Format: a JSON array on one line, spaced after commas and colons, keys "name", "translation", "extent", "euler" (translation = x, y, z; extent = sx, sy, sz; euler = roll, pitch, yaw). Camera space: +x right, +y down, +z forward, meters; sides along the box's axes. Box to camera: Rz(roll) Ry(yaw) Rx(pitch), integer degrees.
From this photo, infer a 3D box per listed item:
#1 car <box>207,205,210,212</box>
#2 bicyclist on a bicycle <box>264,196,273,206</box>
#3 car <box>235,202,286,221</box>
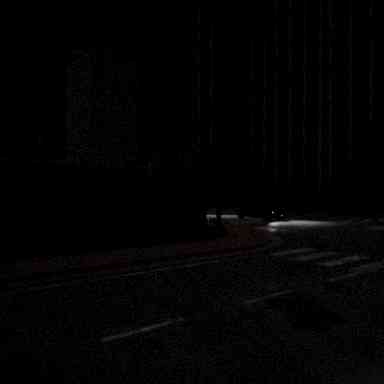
[{"name": "car", "translation": [-0.192, 1.612, 35.540], "extent": [1.895, 1.301, 4.718], "euler": [0, 0, -36]}, {"name": "bicyclist on a bicycle", "translation": [9.699, 1.352, 42.311], "extent": [1.656, 1.620, 0.582], "euler": [0, 0, -36]}, {"name": "car", "translation": [5.567, 1.537, 27.491], "extent": [1.812, 1.442, 4.674], "euler": [0, 0, -36]}]
